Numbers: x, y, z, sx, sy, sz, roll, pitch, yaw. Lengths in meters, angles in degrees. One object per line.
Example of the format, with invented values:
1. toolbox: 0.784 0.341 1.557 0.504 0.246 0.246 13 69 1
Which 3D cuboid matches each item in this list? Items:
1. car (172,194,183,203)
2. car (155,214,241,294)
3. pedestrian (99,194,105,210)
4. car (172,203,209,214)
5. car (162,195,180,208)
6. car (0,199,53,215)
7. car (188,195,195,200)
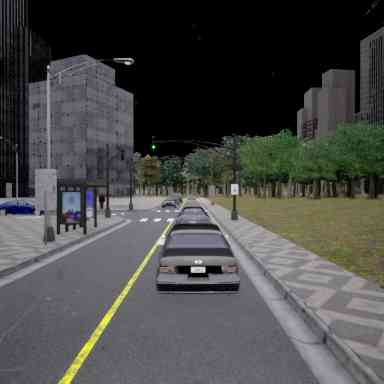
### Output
1. car: -3.121 1.502 56.777 1.994 1.385 4.181 0 0 0
2. car: 0.094 1.545 8.916 2.033 1.411 5.357 0 0 -1
3. pedestrian: -10.108 1.052 37.262 0.375 1.860 0.375 0 0 1
4. car: 0.072 1.554 19.660 1.994 1.385 4.181 0 0 0
5. car: -3.129 1.518 46.861 1.994 1.385 4.181 0 0 0
6. car: -15.658 1.427 31.157 5.008 1.535 1.882 0 0 0
7. car: -0.153 1.472 86.392 1.895 1.301 4.718 0 0 0
